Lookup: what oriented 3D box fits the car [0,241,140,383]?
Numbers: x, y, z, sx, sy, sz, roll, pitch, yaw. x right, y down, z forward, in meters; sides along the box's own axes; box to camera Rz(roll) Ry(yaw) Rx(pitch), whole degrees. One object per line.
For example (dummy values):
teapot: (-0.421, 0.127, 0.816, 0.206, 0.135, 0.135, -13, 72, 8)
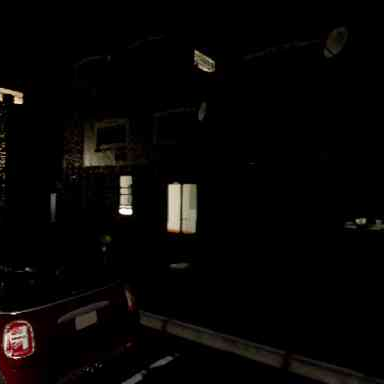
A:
car: (-2.749, 1.444, 4.819, 4.097, 1.590, 1.967, 0, 1, 36)
